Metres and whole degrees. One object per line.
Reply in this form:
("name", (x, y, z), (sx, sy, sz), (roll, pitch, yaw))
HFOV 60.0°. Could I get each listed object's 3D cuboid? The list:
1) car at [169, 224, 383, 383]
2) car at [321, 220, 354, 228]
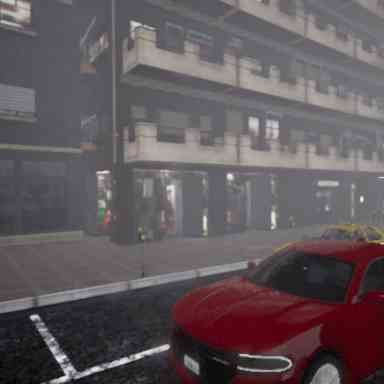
("car", (2.029, 1.487, 4.829), (5.008, 1.535, 1.882), (0, 0, -35))
("car", (4.390, 1.545, 9.811), (4.829, 1.417, 1.752), (0, -1, -36))
